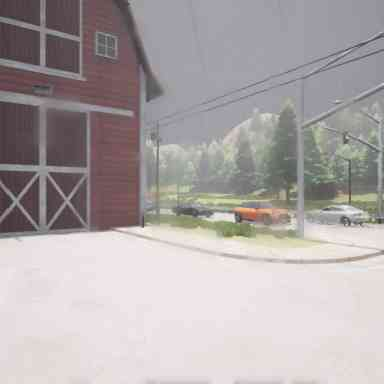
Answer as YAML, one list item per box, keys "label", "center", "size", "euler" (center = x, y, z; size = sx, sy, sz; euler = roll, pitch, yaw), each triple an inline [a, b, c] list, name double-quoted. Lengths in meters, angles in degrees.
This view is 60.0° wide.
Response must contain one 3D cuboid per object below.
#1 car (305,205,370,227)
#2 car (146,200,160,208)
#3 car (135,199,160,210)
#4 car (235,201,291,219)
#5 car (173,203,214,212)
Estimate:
- label: "car"
  center: [10.570, 1.686, 24.494]
  size: [1.812, 1.442, 4.674]
  euler: [0, 0, -34]
- label: "car"
  center: [-5.649, 1.837, 41.625]
  size: [1.994, 1.385, 4.181]
  euler: [0, 0, -35]
- label: "car"
  center: [-6.700, 1.845, 49.529]
  size: [1.812, 1.442, 4.674]
  euler: [0, 0, -34]
- label: "car"
  center: [5.358, 1.523, 25.558]
  size: [2.097, 1.767, 4.553]
  euler: [0, 0, -34]
- label: "car"
  center: [-0.024, 1.768, 33.412]
  size: [2.033, 1.411, 5.357]
  euler: [0, 0, -35]
